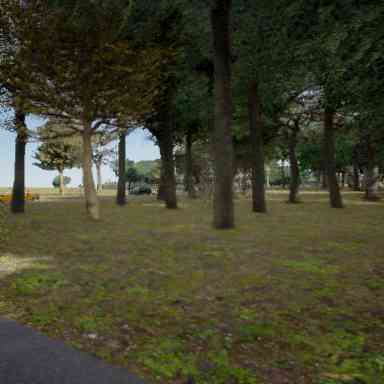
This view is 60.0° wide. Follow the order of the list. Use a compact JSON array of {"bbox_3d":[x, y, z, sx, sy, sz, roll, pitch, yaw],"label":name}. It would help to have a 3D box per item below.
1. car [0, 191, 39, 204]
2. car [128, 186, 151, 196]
[{"bbox_3d":[-22.250,0.655,42.856,1.882,1.535,5.008,-2,0,34],"label":"car"},{"bbox_3d":[-11.204,-0.174,71.373,2.150,2.045,5.566,-2,1,34],"label":"car"}]
